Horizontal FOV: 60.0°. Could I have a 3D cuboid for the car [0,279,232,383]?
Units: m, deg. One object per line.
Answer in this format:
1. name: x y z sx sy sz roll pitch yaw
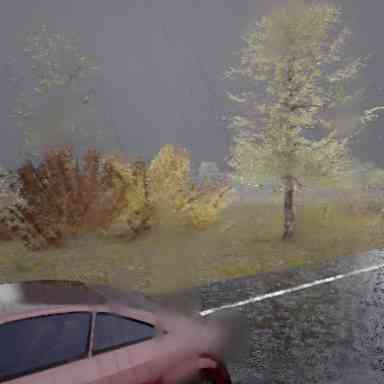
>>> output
1. car: -1.674 1.564 2.796 4.181 1.385 1.994 0 0 -36
